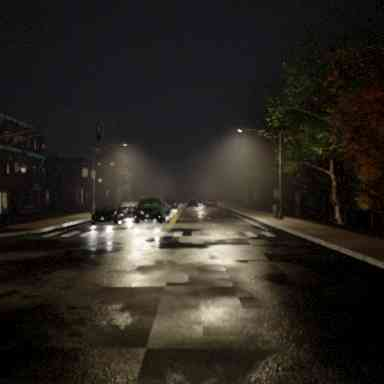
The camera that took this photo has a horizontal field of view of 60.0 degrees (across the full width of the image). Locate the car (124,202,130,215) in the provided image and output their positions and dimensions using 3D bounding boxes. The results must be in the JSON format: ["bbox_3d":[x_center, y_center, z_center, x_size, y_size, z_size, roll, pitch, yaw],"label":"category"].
[{"bbox_3d":[-6.598,1.804,35.405,2.128,1.511,4.902,0,-1,0],"label":"car"}]

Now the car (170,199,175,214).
[{"bbox_3d":[-3.350,1.883,38.075,2.033,1.411,5.357,0,0,0],"label":"car"}]

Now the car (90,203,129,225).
[{"bbox_3d":[-6.600,1.799,26.493,1.994,1.385,4.181,0,-1,0],"label":"car"}]

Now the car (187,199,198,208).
[{"bbox_3d":[0.098,2.039,58.457,1.812,1.442,4.674,0,-1,0],"label":"car"}]

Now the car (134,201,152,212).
[{"bbox_3d":[-6.590,1.925,45.320,1.812,1.442,4.674,0,0,0],"label":"car"}]

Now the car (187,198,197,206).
[{"bbox_3d":[-0.003,2.111,68.538,2.128,1.511,4.902,0,0,0],"label":"car"}]

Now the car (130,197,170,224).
[{"bbox_3d":[-3.352,1.467,27.692,2.150,2.045,5.566,0,-1,0],"label":"car"}]

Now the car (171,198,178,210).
[{"bbox_3d":[-3.311,1.806,51.636,2.097,1.767,4.553,0,0,0],"label":"car"}]

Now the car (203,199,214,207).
[{"bbox_3d":[3.245,2.136,67.313,2.033,1.411,5.357,0,0,0],"label":"car"}]

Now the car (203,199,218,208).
[{"bbox_3d":[3.349,1.993,57.129,2.128,1.511,4.902,0,0,0],"label":"car"}]
